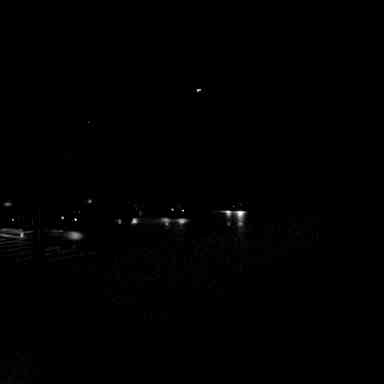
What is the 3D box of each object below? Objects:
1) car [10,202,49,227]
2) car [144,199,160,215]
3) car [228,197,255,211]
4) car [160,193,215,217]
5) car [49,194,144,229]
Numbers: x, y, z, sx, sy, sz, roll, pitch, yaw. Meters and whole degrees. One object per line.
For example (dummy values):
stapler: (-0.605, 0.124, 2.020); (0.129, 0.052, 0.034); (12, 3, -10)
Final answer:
car: (-9.630, 1.457, 22.460); (1.837, 1.490, 4.892); (0, 0, 35)
car: (-4.169, 1.390, 30.157); (1.882, 1.535, 5.008); (0, 0, 35)
car: (6.012, 1.355, 38.875); (1.837, 1.490, 4.892); (0, 0, 36)
car: (-0.047, 1.117, 30.347); (2.150, 2.045, 5.566); (0, 0, 35)
car: (-6.044, 1.160, 21.894); (2.150, 2.045, 5.566); (0, 0, 35)
